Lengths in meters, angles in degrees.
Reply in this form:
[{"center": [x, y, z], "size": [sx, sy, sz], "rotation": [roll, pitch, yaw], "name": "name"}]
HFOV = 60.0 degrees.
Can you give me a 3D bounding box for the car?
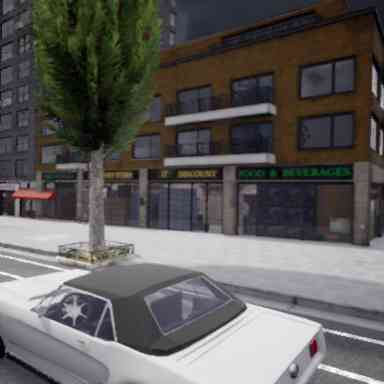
[{"center": [-0.972, 1.622, 4.259], "size": [4.718, 1.301, 1.895], "rotation": [0, 0, 36], "name": "car"}]
